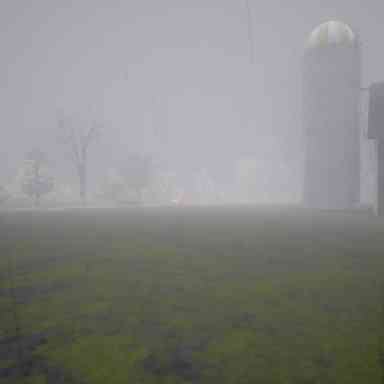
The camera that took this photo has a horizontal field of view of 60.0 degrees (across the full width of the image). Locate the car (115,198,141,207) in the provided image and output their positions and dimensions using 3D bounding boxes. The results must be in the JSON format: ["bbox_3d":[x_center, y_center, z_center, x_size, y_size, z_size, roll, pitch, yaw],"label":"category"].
[{"bbox_3d":[-10.756,1.716,56.552,2.128,1.511,4.902,1,0,36],"label":"car"}]

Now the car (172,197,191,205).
[{"bbox_3d":[-2.156,1.779,68.557,1.882,1.535,5.008,1,0,36],"label":"car"}]
